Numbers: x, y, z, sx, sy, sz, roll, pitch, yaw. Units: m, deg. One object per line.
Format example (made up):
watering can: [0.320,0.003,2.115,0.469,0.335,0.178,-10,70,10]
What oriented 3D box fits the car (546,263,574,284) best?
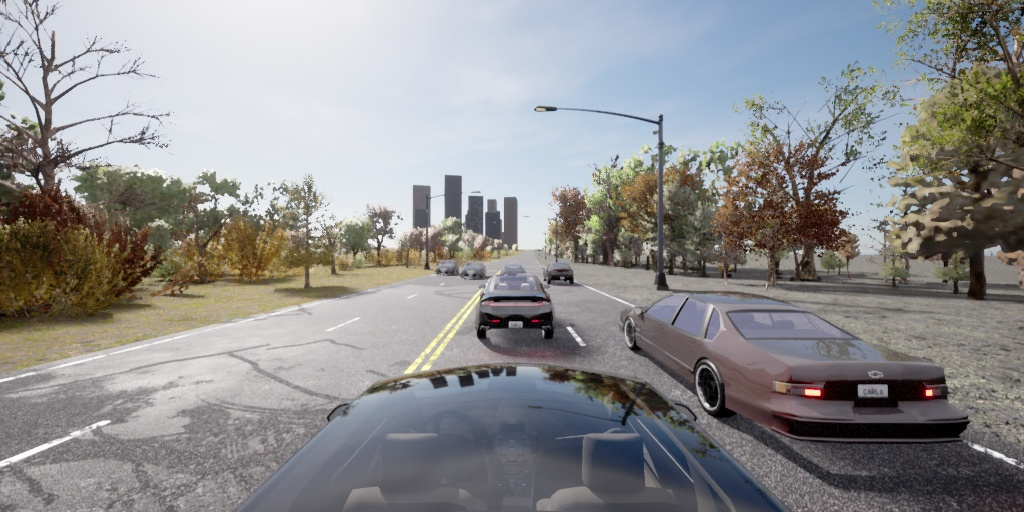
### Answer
car: [3.352,1.226,26.452,1.837,1.490,4.892,-1,0,0]

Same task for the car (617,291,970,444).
car: [3.342,1.281,5.837,2.033,1.411,5.357,0,0,0]

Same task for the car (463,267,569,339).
car: [0.066,1.240,10.023,2.128,1.511,4.902,0,0,0]

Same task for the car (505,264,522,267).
car: [0.103,1.292,26.773,1.994,1.385,4.181,0,0,0]

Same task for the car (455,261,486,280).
car: [-3.309,1.212,31.438,2.128,1.511,4.902,0,0,1]

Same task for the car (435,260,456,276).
car: [-6.504,1.198,36.631,2.128,1.511,4.902,0,0,1]
